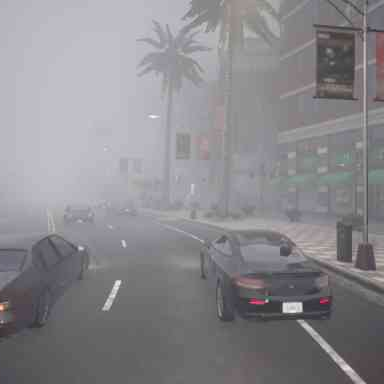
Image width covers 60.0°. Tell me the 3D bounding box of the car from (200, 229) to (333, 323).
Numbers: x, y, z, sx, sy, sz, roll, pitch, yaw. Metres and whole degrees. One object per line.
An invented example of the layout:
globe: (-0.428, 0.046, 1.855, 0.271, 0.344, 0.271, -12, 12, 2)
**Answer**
car: (1.271, 1.526, 7.162, 1.812, 1.442, 4.674, 0, 0, -5)

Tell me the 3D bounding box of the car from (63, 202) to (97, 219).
car: (-8.250, 1.601, 23.942, 1.895, 1.301, 4.718, 0, 0, -22)

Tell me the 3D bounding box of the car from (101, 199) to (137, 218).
car: (-6.604, 1.564, 30.615, 1.994, 1.385, 4.181, 0, 0, -30)

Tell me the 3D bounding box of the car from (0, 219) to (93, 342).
car: (-3.476, 1.548, 6.765, 2.033, 1.411, 5.357, 0, 0, -6)

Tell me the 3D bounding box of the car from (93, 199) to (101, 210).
car: (-10.561, 1.525, 38.412, 1.812, 1.442, 4.674, 0, 0, -24)
